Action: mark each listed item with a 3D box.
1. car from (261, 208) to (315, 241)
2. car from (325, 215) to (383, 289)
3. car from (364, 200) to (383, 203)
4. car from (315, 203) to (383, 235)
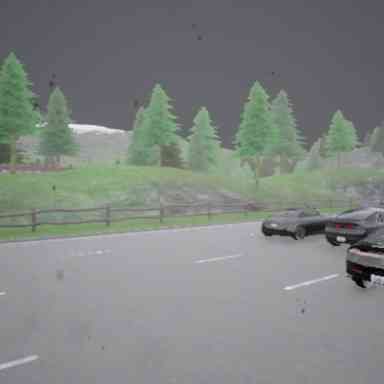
[{"bbox_3d":[5.333,1.450,16.148,4.181,1.385,1.994,-1,0,-35],"label":"car"},{"bbox_3d":[5.516,1.418,7.680,4.902,1.511,2.128,-1,0,-35],"label":"car"},{"bbox_3d":[15.558,1.323,27.802,4.181,1.385,1.994,-1,0,-35],"label":"car"},{"bbox_3d":[7.269,1.393,13.230,4.892,1.490,1.837,-1,1,-35],"label":"car"}]
